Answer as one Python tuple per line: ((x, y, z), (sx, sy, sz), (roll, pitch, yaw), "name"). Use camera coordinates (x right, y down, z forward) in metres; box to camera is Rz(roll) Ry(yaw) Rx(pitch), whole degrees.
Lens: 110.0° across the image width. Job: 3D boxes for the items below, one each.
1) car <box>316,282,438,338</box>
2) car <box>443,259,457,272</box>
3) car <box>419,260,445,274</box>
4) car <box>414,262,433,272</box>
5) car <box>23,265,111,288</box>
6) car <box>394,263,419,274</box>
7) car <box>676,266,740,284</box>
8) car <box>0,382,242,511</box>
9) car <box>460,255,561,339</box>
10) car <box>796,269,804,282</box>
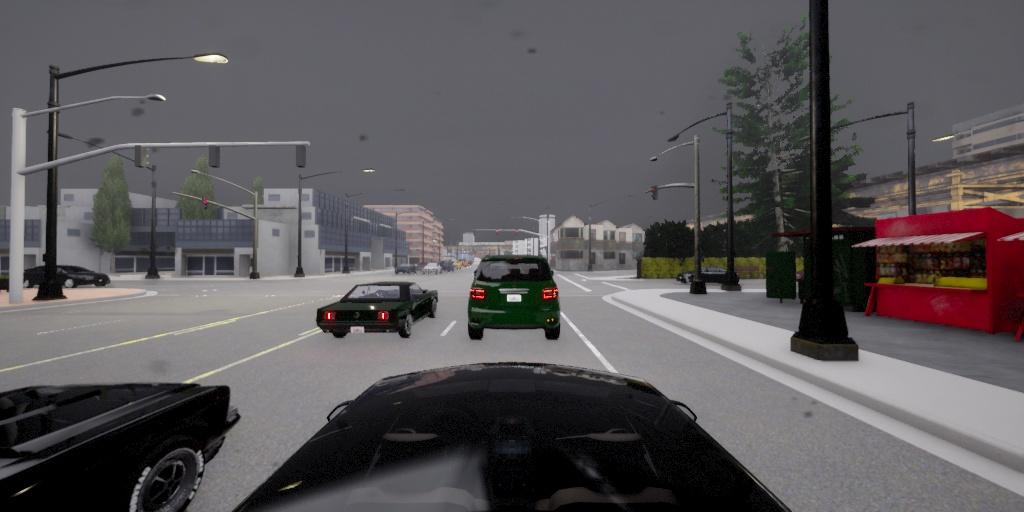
((-3.437, 1.374, 10.242), (1.895, 1.301, 4.718), (0, 0, 0), "car")
((-10.618, 1.566, 56.898), (2.097, 1.767, 4.553), (0, 0, 0), "car")
((-10.629, 1.676, 47.871), (1.812, 1.442, 4.674), (0, -1, 0), "car")
((-14.119, 1.738, 57.465), (1.812, 1.442, 4.674), (0, 0, 0), "car")
((-29.643, 1.359, 23.745), (4.892, 1.490, 1.837), (0, -1, 1), "car")
((-14.139, 1.704, 48.243), (2.033, 1.411, 5.357), (0, -1, 0), "car")
((14.746, 1.466, 27.113), (4.181, 1.385, 1.994), (0, -1, 0), "car")
((-3.402, 1.350, 1.102), (1.895, 1.301, 4.718), (0, 0, 0), "car")
((0.060, 0.992, 10.226), (2.150, 2.045, 5.566), (0, 0, 0), "car")
((23.244, 1.427, 27.045), (4.674, 1.442, 1.812), (0, -1, 1), "car")
